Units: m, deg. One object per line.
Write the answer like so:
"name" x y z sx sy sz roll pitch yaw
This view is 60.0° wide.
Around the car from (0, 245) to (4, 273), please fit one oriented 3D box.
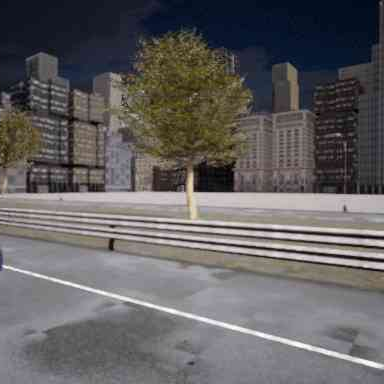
"car" -6.761 1.530 8.814 4.674 1.442 1.812 0 0 36
